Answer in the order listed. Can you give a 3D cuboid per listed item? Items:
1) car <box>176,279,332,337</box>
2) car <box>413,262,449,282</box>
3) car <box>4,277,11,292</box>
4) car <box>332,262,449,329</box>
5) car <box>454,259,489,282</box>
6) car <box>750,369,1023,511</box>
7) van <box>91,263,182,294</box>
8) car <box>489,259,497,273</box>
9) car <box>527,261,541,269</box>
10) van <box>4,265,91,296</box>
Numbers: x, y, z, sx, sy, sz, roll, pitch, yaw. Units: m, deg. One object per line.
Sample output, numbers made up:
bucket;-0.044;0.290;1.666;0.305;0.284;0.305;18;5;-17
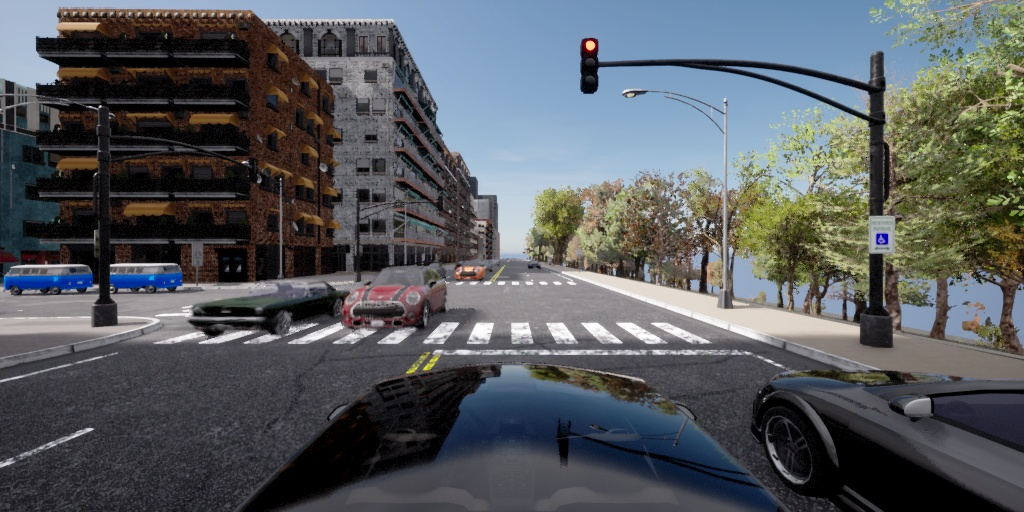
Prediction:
car;-6.596;1.366;10.471;1.895;1.301;4.718;0;-1;0
car;-6.575;1.256;29.660;1.837;1.490;4.892;0;0;0
car;-22.622;1.624;13.677;4.207;1.307;1.802;0;0;-1
car;-3.350;1.113;11.161;2.097;1.767;4.553;0;-1;0
car;-3.326;1.105;29.349;2.097;1.767;4.553;0;0;0
car;3.348;1.314;1.834;1.994;1.385;4.181;0;0;0
van;-22.701;1.351;22.024;3.998;1.789;1.690;0;0;-1
car;-3.310;1.248;43.739;2.128;1.511;4.902;0;0;0
car;3.402;1.365;56.176;1.895;1.301;4.718;0;0;0
van;-28.302;1.424;21.953;3.998;1.789;1.690;0;0;-1
